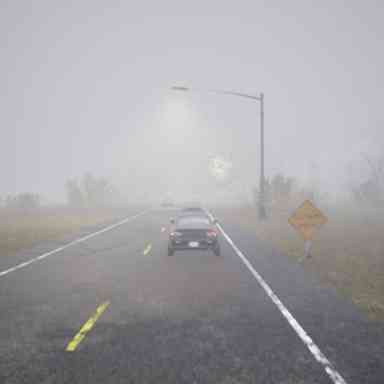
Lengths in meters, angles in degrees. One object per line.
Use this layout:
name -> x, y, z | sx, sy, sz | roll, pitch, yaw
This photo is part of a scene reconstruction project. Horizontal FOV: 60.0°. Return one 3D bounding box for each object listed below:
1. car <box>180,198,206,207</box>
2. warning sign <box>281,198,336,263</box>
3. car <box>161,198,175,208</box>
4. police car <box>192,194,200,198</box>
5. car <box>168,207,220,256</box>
car -> 0.077, 1.538, 27.746 | 1.837, 1.490, 4.892 | 0, 0, 0
warning sign -> 3.538, 1.128, 10.221 | 1.300, 1.860, 1.060 | -1, -1, 0
car -> -3.573, 1.596, 50.143 | 2.033, 1.411, 5.357 | 0, 0, 0
police car -> 1.064, 1.490, 86.323 | 1.930, 1.638, 5.238 | 0, 0, 0
car -> 0.075, 1.541, 13.151 | 1.812, 1.442, 4.674 | 0, 0, 0
